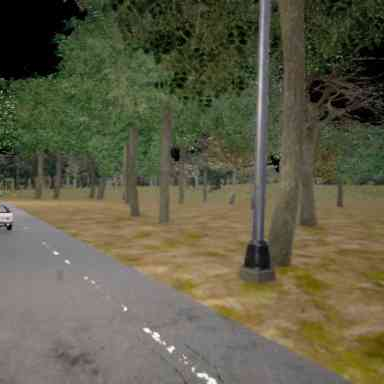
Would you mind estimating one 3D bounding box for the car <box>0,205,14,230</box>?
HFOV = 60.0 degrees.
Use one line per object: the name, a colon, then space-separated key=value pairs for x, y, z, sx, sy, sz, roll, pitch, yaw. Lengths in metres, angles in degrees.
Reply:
car: x=-11.002 y=1.321 z=18.265 sx=1.895 sy=1.301 sz=4.718 roll=2 pitch=0 yaw=-33
